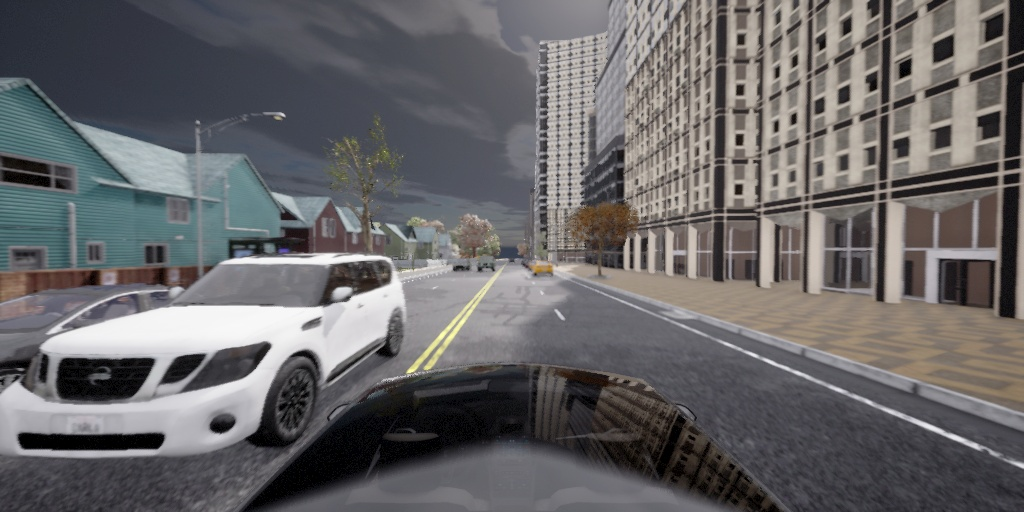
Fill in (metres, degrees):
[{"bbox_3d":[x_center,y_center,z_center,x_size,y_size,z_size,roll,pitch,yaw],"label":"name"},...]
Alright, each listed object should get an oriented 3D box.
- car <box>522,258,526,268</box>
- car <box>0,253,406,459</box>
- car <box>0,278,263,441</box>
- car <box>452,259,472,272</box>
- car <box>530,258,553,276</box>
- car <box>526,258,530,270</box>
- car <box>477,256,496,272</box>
[{"bbox_3d":[3.233,1.367,59.911,1.994,1.385,4.181,0,0,0],"label":"car"},{"bbox_3d":[-3.349,0.970,5.578,2.150,2.045,5.566,0,0,0],"label":"car"},{"bbox_3d":[-6.599,1.241,5.529,2.128,1.511,4.902,0,0,0],"label":"car"},{"bbox_3d":[-6.565,1.134,47.622,2.097,1.767,4.553,0,0,0],"label":"car"},{"bbox_3d":[3.240,1.250,37.902,1.882,1.535,5.008,0,0,0],"label":"car"},{"bbox_3d":[3.237,1.242,49.096,1.801,1.575,5.366,0,0,0],"label":"car"},{"bbox_3d":[-3.315,0.998,47.379,2.150,2.045,5.566,0,0,1],"label":"car"}]
